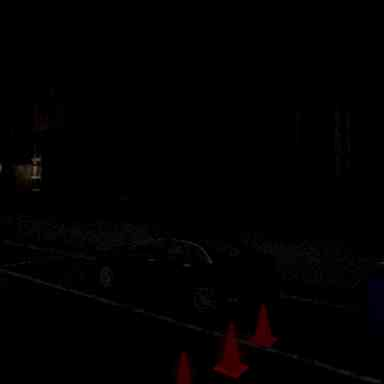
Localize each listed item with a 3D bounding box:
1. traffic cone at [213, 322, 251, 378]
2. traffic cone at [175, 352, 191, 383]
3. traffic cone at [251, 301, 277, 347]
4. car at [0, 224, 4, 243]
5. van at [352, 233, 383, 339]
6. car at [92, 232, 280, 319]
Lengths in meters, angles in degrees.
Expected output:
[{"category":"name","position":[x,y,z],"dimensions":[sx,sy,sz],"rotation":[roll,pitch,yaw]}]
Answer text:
[{"category":"traffic cone","position":[0.492,1.955,4.234],"dimensions":[0.340,0.580,0.340],"rotation":[0,0,36]},{"category":"traffic cone","position":[-0.090,1.952,3.422],"dimensions":[0.340,0.580,0.340],"rotation":[0,0,36]},{"category":"traffic cone","position":[1.075,1.958,5.047],"dimensions":[0.340,0.580,0.340],"rotation":[0,0,36]},{"category":"car","position":[-9.472,1.472,13.782],"dimensions":[4.403,1.369,2.008],"rotation":[0,-1,36]},{"category":"van","position":[4.243,1.365,3.949],"dimensions":[3.998,1.788,1.690],"rotation":[0,-1,36]},{"category":"car","position":[-0.330,1.541,7.226],"dimensions":[4.403,1.369,2.008],"rotation":[0,-1,36]}]
